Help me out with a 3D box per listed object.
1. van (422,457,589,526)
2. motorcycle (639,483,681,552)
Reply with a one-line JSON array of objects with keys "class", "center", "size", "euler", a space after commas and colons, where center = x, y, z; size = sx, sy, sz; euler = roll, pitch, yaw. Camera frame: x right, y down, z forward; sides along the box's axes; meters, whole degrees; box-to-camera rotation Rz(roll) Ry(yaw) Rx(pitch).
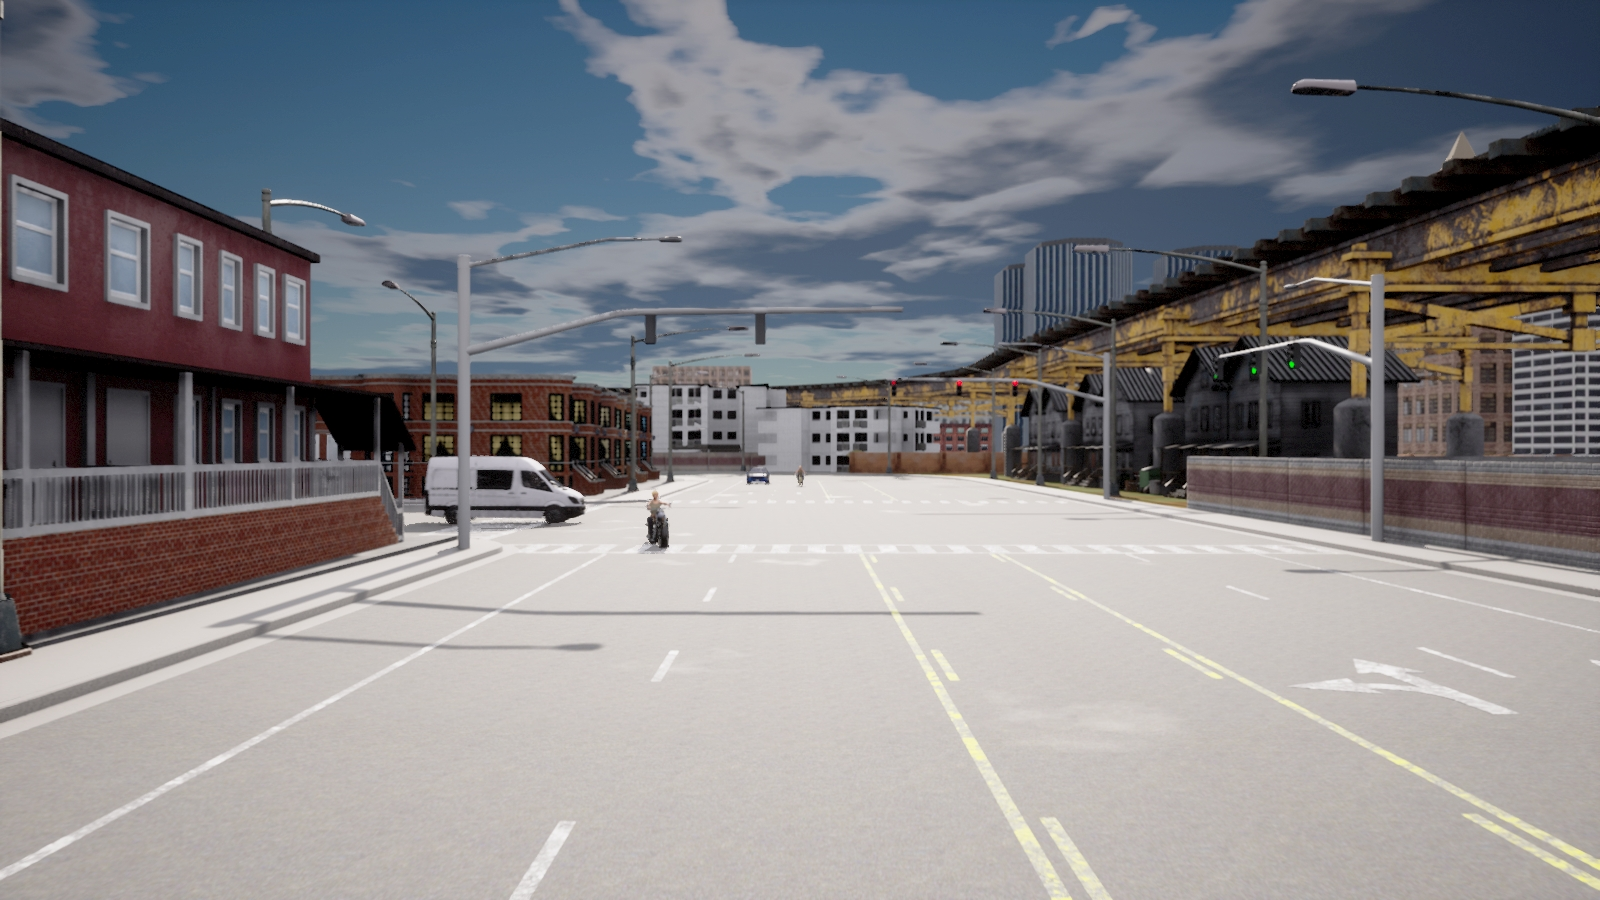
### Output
[{"class": "van", "center": [-11.225, 1.542, 43.833], "size": [5.915, 2.561, 1.988], "euler": [0, 0, -3]}, {"class": "motorcycle", "center": [-4.065, 1.913, 32.988], "size": [0.764, 1.802, 2.356], "euler": [-2, 1, -17]}]
